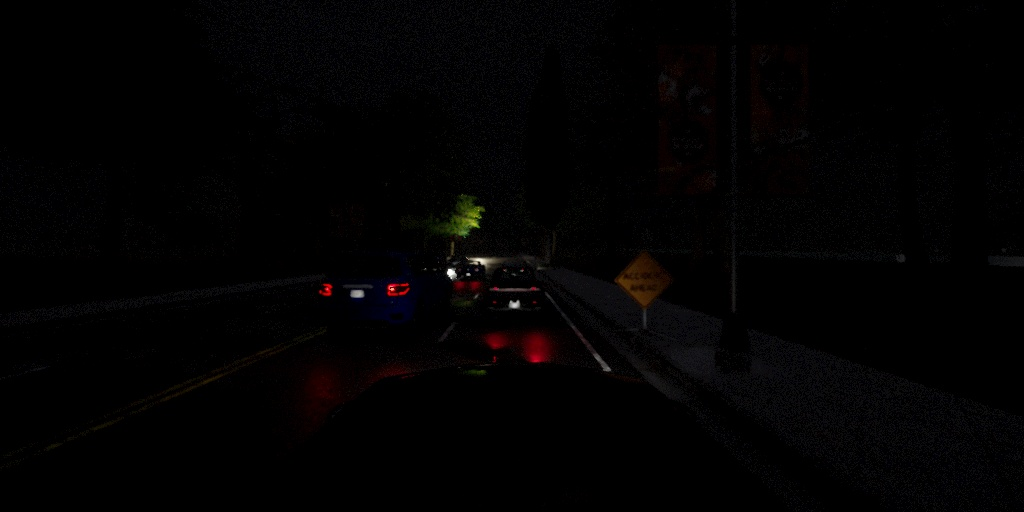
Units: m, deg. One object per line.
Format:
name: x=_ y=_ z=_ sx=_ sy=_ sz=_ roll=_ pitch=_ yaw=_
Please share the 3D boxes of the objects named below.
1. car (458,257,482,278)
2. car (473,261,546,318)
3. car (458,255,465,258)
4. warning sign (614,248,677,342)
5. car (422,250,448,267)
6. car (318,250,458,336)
car: x=-3.124 y=0.993 z=27.996 sx=1.895 sy=1.301 sz=4.718 roll=0 pitch=1 yaw=0
car: x=0.091 y=1.106 z=12.246 sx=2.128 sy=1.511 sz=4.902 roll=0 pitch=1 yaw=0
car: x=-6.520 y=0.635 z=43.256 sx=2.128 sy=1.511 sz=4.902 roll=0 pitch=1 yaw=0
warning sign: x=2.861 y=0.789 z=7.734 sx=1.300 sy=1.860 sz=1.060 roll=0 pitch=0 yaw=0
car: x=-9.756 y=0.320 z=45.868 sx=2.150 sy=2.045 sz=5.566 roll=0 pitch=1 yaw=0
car: x=-3.177 y=0.861 z=10.195 sx=2.150 sy=2.045 sz=5.566 roll=0 pitch=0 yaw=1
